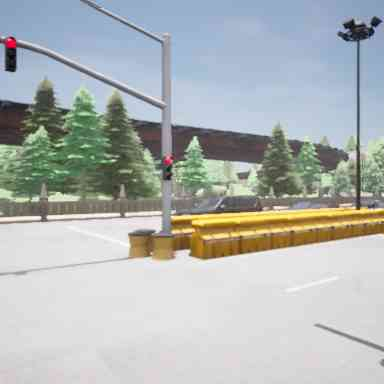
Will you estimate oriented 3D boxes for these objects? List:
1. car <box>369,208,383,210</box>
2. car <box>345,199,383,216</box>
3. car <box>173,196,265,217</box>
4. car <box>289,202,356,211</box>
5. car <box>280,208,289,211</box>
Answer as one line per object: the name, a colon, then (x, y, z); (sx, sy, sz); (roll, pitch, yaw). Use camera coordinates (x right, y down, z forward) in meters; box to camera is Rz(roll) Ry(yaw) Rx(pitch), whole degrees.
car: (17.761, 1.544, 29.505); (5.357, 1.411, 2.033); (0, 0, -35)
car: (18.024, 1.488, 33.979); (4.902, 1.511, 2.128); (0, 0, -35)
car: (1.548, 1.221, 17.975); (5.566, 2.045, 2.150); (0, 0, -36)
car: (9.295, 1.524, 23.505); (4.674, 1.442, 1.812); (0, 0, -35)
car: (9.730, 1.546, 28.110); (5.357, 1.411, 2.033); (0, 0, -35)
